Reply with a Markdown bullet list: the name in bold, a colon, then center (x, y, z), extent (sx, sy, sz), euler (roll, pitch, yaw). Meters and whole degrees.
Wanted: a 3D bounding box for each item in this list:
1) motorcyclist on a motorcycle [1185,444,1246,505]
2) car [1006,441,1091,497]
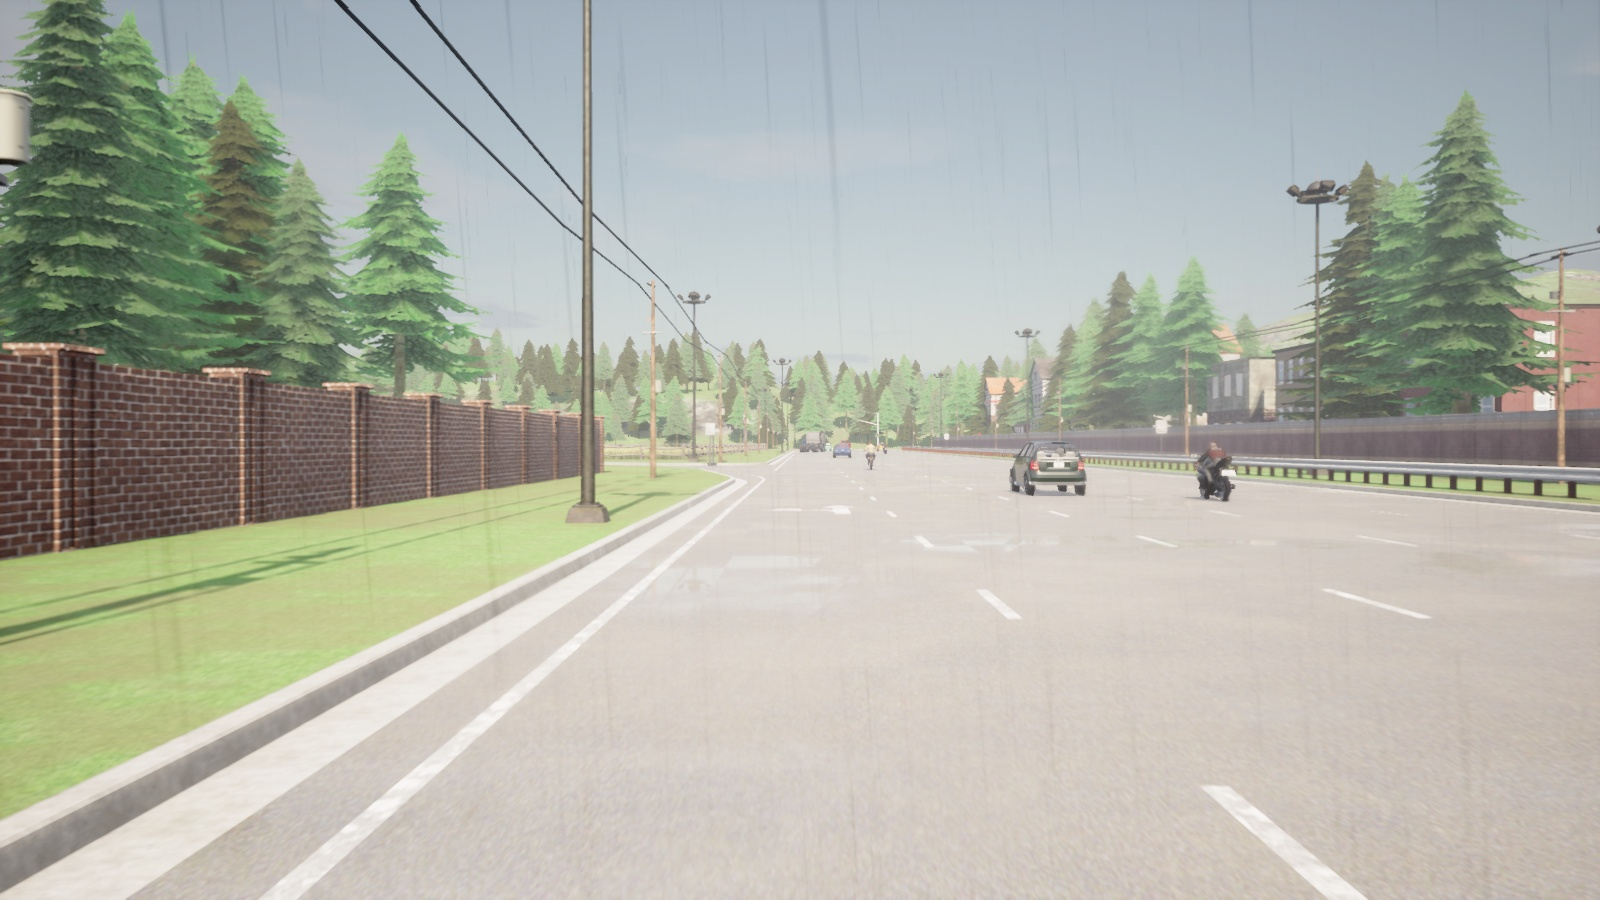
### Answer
- **motorcyclist on a motorcycle**: center (10.701, 0.607, 32.422), extent (0.866, 1.530, 2.191), euler (0, 0, 0)
- **car**: center (7.226, 0.523, 36.826), extent (1.789, 1.549, 3.705), euler (0, 0, 0)
